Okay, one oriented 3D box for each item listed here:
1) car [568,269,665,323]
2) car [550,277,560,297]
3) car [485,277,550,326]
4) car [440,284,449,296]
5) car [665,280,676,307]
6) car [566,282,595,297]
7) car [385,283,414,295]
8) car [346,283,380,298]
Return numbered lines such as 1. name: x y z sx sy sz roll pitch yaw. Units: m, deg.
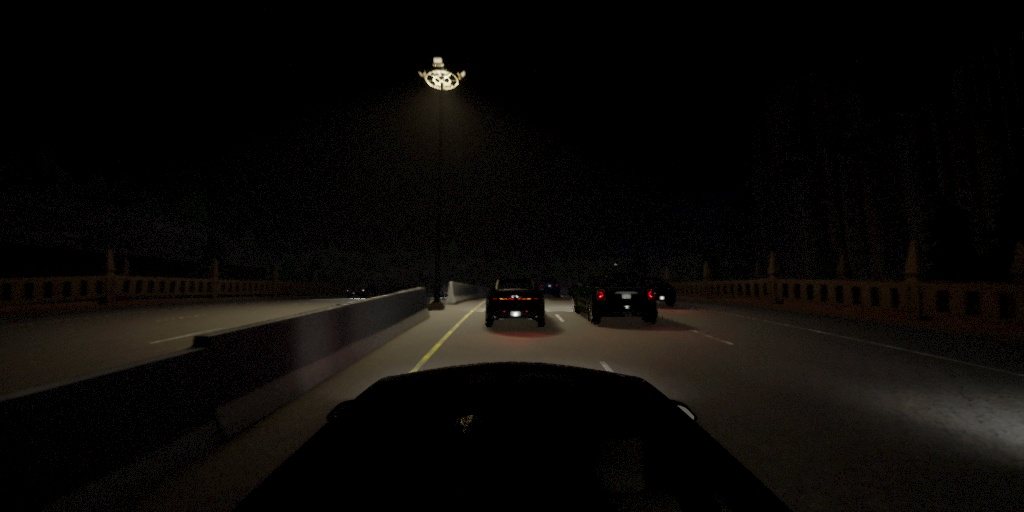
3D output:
1. car: 3.604 1.398 13.400 2.097 1.767 4.553 0 -3 0
2. car: 3.614 3.216 36.985 2.150 2.045 5.566 0 -5 0
3. car: 0.104 1.518 12.731 1.837 1.490 4.892 0 -2 0
4. car: -7.075 3.860 40.511 1.812 1.442 4.674 0 -6 0
5. car: 7.107 1.901 19.412 1.837 1.490 4.892 0 -4 0
6. car: 7.114 3.564 37.787 2.128 1.511 4.902 0 -5 0
7. car: -10.583 3.313 34.407 1.994 1.385 4.181 0 -6 0
8. car: -14.084 3.259 34.260 1.812 1.442 4.674 0 -6 0
